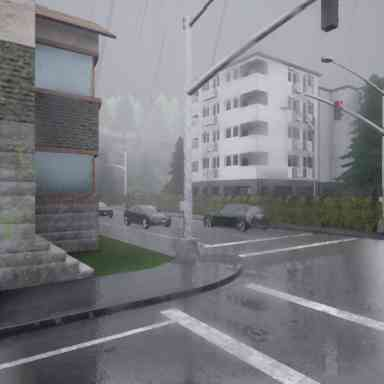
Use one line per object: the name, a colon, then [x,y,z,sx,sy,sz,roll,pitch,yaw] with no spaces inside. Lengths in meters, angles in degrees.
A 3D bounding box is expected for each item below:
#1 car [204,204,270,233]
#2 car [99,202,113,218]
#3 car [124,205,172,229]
car: [2.761,1.528,21.461,2.097,1.767,4.553,0,0,-36]
car: [-9.216,1.654,31.964,1.882,1.535,5.008,0,0,-35]
car: [-3.220,1.681,23.529,1.837,1.490,4.892,0,0,-35]
